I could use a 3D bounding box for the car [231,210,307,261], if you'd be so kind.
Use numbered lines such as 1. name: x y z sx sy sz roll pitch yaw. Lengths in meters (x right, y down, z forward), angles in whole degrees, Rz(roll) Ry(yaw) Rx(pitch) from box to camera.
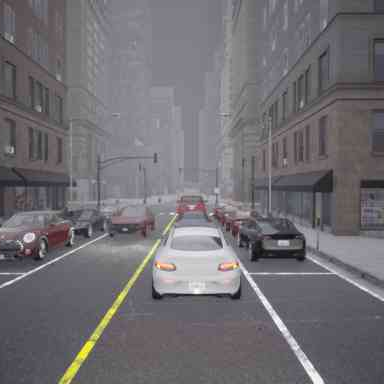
1. car: 2.742 1.564 12.037 1.947 1.339 4.313 -1 0 0

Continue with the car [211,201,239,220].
1. car: 2.728 1.544 28.552 1.887 1.381 4.507 -1 0 0

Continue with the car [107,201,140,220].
1. car: -5.797 1.543 28.546 1.887 1.381 4.507 -1 0 0

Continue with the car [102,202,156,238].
1. car: -3.086 1.476 17.935 1.882 1.535 5.008 0 0 0

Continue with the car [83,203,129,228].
1. car: -5.792 1.549 23.040 2.008 1.369 4.403 -1 0 0

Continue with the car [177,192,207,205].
1. car: -0.022 1.220 26.152 2.150 2.045 5.566 0 0 0

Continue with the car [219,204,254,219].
1. car: 2.737 1.543 17.541 1.887 1.381 4.507 -1 0 0

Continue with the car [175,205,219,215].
1. car: 0.083 1.562 16.765 1.994 1.385 4.181 0 0 0

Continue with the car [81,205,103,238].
1. car: -5.788 1.564 17.535 1.947 1.339 4.313 -1 0 0

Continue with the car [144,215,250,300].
1. car: 0.093 1.524 8.279 1.812 1.442 4.674 0 0 0

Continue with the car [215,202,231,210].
1. car: 2.732 1.543 23.047 1.887 1.381 4.507 -1 0 0

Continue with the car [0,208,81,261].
1. car: -5.785 1.438 12.029 1.967 1.590 4.097 -1 0 0
